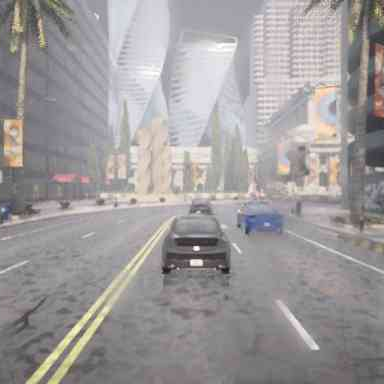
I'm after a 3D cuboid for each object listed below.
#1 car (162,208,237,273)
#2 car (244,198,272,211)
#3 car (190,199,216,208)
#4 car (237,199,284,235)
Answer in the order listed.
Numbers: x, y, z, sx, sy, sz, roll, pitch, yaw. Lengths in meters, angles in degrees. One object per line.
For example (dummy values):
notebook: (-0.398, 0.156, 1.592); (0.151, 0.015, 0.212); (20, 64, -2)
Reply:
car: (0.110, 1.461, 10.500); (1.837, 1.490, 4.892); (0, 0, 0)
car: (7.810, 1.442, 38.961); (1.895, 1.301, 4.718); (0, 0, 28)
car: (0.939, 1.383, 29.275); (1.837, 1.490, 4.892); (0, 0, 9)
car: (3.636, 1.402, 18.478); (1.882, 1.535, 5.008); (0, 0, 0)
